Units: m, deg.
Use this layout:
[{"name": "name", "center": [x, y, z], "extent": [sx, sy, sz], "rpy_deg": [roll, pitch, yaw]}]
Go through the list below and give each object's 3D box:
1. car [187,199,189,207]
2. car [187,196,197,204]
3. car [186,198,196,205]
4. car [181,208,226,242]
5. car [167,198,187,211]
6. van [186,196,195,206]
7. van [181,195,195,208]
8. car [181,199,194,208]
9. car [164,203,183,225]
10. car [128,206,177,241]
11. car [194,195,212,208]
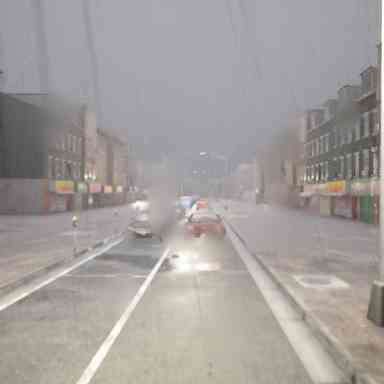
[{"name": "car", "center": [-1.507, 1.699, 33.090], "extent": [1.752, 1.417, 4.829], "rpy_deg": [0, 0, 2]}, {"name": "car", "center": [0.061, 1.779, 76.703], "extent": [2.192, 1.841, 5.009], "rpy_deg": [0, 0, 2]}, {"name": "car", "center": [-0.134, 1.970, 71.271], "extent": [1.887, 1.381, 4.507], "rpy_deg": [0, 0, 2]}, {"name": "car", "center": [0.650, 1.701, 17.032], "extent": [1.895, 1.301, 4.718], "rpy_deg": [0, 0, 2]}, {"name": "car", "center": [-1.696, 1.582, 27.830], "extent": [1.967, 1.590, 4.097], "rpy_deg": [0, 0, 2]}, {"name": "van", "center": [-0.329, 1.729, 65.842], "extent": [1.690, 1.788, 3.998], "rpy_deg": [0, 0, 2]}, {"name": "van", "center": [-0.915, 1.620, 49.552], "extent": [1.690, 1.788, 3.998], "rpy_deg": [0, 0, 2]}, {"name": "car", "center": [-0.720, 1.881, 54.980], "extent": [1.947, 1.339, 4.313], "rpy_deg": [0, 0, 2]}, {"name": "car", "center": [-1.892, 1.653, 22.398], "extent": [1.887, 1.381, 4.507], "rpy_deg": [0, 0, 2]}, {"name": "car", "center": [-2.087, 1.627, 16.968], "extent": [2.008, 1.369, 4.403], "rpy_deg": [0, 0, 2]}, {"name": "car", "center": [1.690, 1.633, 45.792], "extent": [2.097, 1.767, 4.553], "rpy_deg": [0, 0, 3]}]
